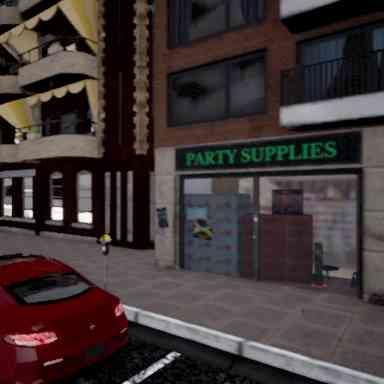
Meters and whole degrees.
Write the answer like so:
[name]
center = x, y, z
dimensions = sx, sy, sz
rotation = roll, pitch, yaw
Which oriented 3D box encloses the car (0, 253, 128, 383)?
[car]
center = -2.745, 1.578, 4.833
dimensions = 4.206, 1.307, 1.802
rotation = 0, 0, 36
